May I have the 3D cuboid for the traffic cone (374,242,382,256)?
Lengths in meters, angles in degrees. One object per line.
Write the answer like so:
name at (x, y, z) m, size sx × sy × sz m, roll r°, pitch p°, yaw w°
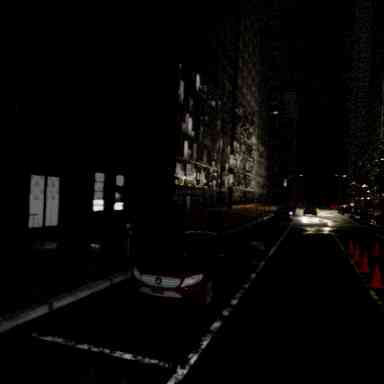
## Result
traffic cone at (7.932, 2.419, 14.268) m, size 0.340 × 0.580 × 0.340 m, roll 2°, pitch -1°, yaw 20°

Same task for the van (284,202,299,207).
van at (13.422, 2.307, 45.785) m, size 1.690 × 1.788 × 3.998 m, roll 2°, pitch 0°, yaw 20°

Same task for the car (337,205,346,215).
car at (25.120, 2.955, 53.692) m, size 1.967 × 1.590 × 4.097 m, roll 2°, pitch 0°, yaw 20°

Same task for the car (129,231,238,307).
car at (0.062, 1.659, 8.248) m, size 1.802 × 1.307 × 4.206 m, roll 2°, pitch -1°, yaw 20°

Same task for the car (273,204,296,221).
car at (9.599, 2.269, 35.059) m, size 2.008 × 1.369 × 4.403 m, roll 2°, pitch -1°, yaw 20°

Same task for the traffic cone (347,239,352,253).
traffic cone at (6.991, 2.383, 14.603) m, size 0.340 × 0.580 × 0.340 m, roll 2°, pitch -1°, yaw 20°

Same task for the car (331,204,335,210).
car at (34.653, 3.650, 80.502) m, size 1.887 × 1.381 × 4.507 m, roll 2°, pitch 0°, yaw 20°

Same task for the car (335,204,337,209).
car at (27.027, 3.074, 59.054) m, size 1.967 × 1.590 × 4.097 m, roll 2°, pitch 0°, yaw 20°

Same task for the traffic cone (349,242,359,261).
traffic cone at (6.321, 2.337, 12.719) m, size 0.340 × 0.580 × 0.340 m, roll 2°, pitch -1°, yaw 20°

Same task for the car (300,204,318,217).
car at (16.152, 2.678, 45.471) m, size 1.895 × 1.301 × 4.718 m, roll 2°, pitch 0°, yaw 20°

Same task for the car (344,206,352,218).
car at (21.300, 2.825, 42.967) m, size 2.008 × 1.369 × 4.403 m, roll 2°, pitch 0°, yaw 20°

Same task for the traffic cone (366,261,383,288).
traffic cone at (4.982, 2.247, 8.952) m, size 0.340 × 0.580 × 0.340 m, roll 2°, pitch -1°, yaw 20°

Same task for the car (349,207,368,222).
car at (19.393, 2.702, 37.605) m, size 2.008 × 1.369 × 4.403 m, roll 2°, pitch 0°, yaw 20°

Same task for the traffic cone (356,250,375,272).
traffic cone at (5.651, 2.292, 10.836) m, size 0.340 × 0.580 × 0.340 m, roll 2°, pitch -1°, yaw 20°

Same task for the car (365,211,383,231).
car at (15.578, 2.482, 26.881) m, size 1.802 × 1.307 × 4.206 m, roll 2°, pitch -1°, yaw 20°
